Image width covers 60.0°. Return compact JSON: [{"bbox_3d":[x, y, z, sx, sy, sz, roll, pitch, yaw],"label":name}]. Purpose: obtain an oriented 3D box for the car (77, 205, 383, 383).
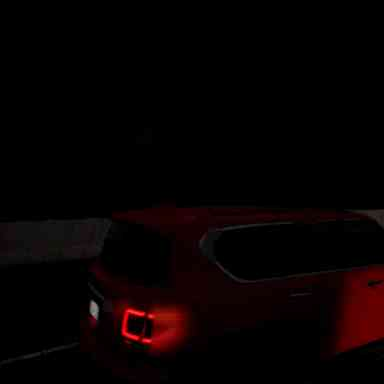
[{"bbox_3d":[1.387,1.196,4.504,5.566,2.045,2.150,0,0,-30],"label":"car"}]
